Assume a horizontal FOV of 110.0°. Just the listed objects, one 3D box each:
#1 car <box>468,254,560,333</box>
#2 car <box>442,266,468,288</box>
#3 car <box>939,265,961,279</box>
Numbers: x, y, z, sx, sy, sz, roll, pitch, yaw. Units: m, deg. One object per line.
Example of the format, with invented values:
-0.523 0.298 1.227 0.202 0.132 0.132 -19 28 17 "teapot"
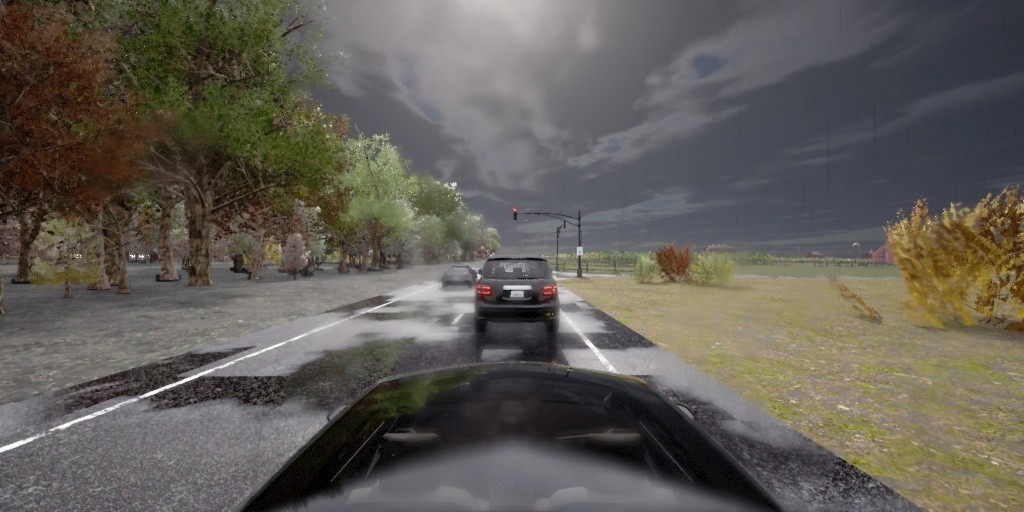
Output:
0.119 0.974 10.945 2.150 2.045 5.566 0 0 0 "car"
-3.357 1.319 23.729 1.994 1.385 4.181 0 0 0 "car"
48.590 1.783 39.226 4.892 1.490 1.837 1 -1 0 "car"
